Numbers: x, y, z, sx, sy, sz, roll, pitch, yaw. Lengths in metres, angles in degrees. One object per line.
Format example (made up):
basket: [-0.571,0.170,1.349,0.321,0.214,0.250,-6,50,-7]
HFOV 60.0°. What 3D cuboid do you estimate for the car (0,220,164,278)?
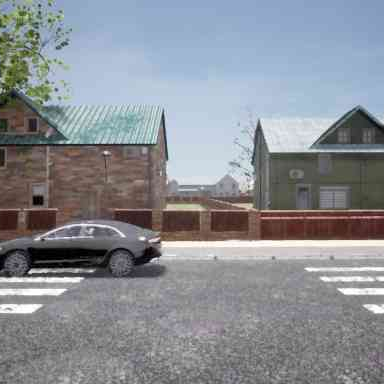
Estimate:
car: [-3.296,1.606,9.948,4.902,1.511,2.128,-1,-1,1]
